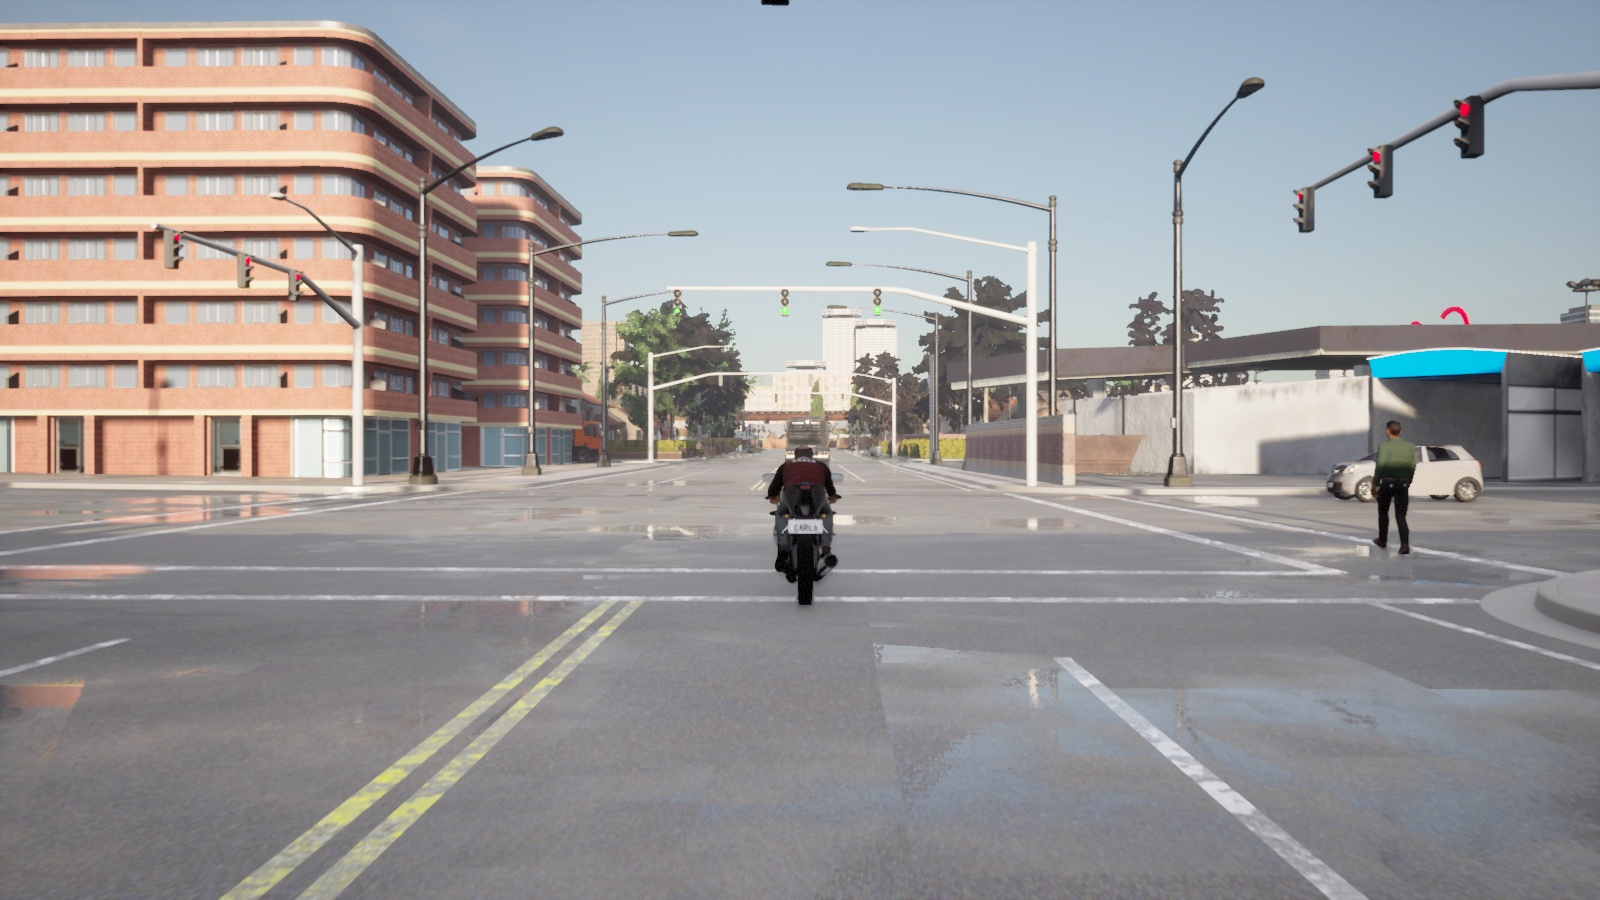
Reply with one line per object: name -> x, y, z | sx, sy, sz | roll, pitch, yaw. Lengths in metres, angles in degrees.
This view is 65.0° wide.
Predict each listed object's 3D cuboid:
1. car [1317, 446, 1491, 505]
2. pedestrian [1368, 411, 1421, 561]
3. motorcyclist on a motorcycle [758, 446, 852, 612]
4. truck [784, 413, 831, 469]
car -> 15.640, 0.640, 32.639 | 3.633, 1.501, 1.845 | 0, 0, 1
pedestrian -> 7.946, 0.467, 16.802 | 0.423, 1.949, 0.788 | 0, 0, 7
motorcyclist on a motorcycle -> 0.036, 0.730, 12.709 | 0.866, 1.530, 2.191 | 0, 0, -1
truck -> 0.477, -0.567, 80.958 | 2.891, 3.462, 7.936 | 0, 0, 0
